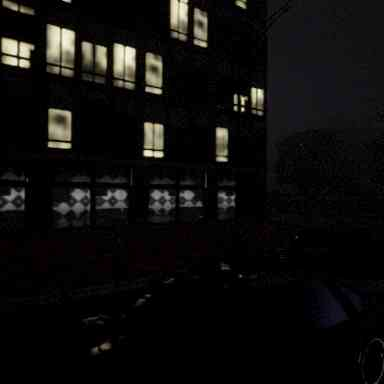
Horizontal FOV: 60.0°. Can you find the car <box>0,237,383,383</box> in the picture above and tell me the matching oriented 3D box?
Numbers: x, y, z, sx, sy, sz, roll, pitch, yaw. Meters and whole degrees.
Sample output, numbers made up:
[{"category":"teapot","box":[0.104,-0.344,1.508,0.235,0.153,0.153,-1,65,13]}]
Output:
[{"category":"car","box":[0.468,1.561,3.710,5.357,1.411,2.033,0,0,-35]}]

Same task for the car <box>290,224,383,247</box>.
[{"category":"car","box":[3.992,1.612,9.503,4.313,1.339,1.947,0,0,-35]}]
